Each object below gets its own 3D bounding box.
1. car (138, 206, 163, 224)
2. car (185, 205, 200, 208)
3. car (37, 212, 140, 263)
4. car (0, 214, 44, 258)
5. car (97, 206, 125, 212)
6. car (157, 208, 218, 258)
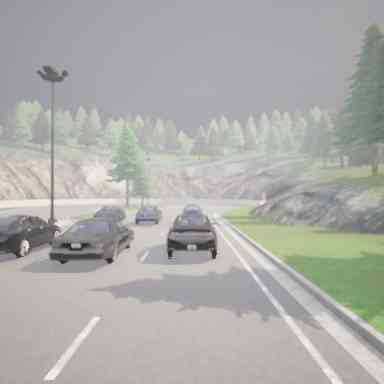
[{"bbox_3d":[-3.491,1.848,27.512,2.033,1.411,5.357,0,-1,0],"label":"car"},{"bbox_3d":[0.037,1.841,28.883,1.812,1.442,4.674,0,0,1],"label":"car"},{"bbox_3d":[-3.494,1.686,12.518,2.033,1.411,5.357,0,-1,0],"label":"car"},{"bbox_3d":[-6.987,1.656,13.483,1.837,1.490,4.892,0,0,0],"label":"car"},{"bbox_3d":[-6.966,1.877,28.594,1.994,1.385,4.181,0,-1,1],"label":"car"},{"bbox_3d":[0.013,1.641,13.487,2.128,1.511,4.902,0,0,0],"label":"car"}]
